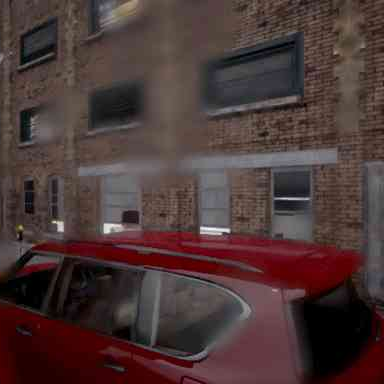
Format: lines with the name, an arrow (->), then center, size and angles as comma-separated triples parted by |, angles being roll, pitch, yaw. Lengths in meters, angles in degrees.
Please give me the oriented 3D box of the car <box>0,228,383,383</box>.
car -> -0.717, 1.315, 3.388 | 5.009, 1.841, 2.192 | 0, 0, 35
